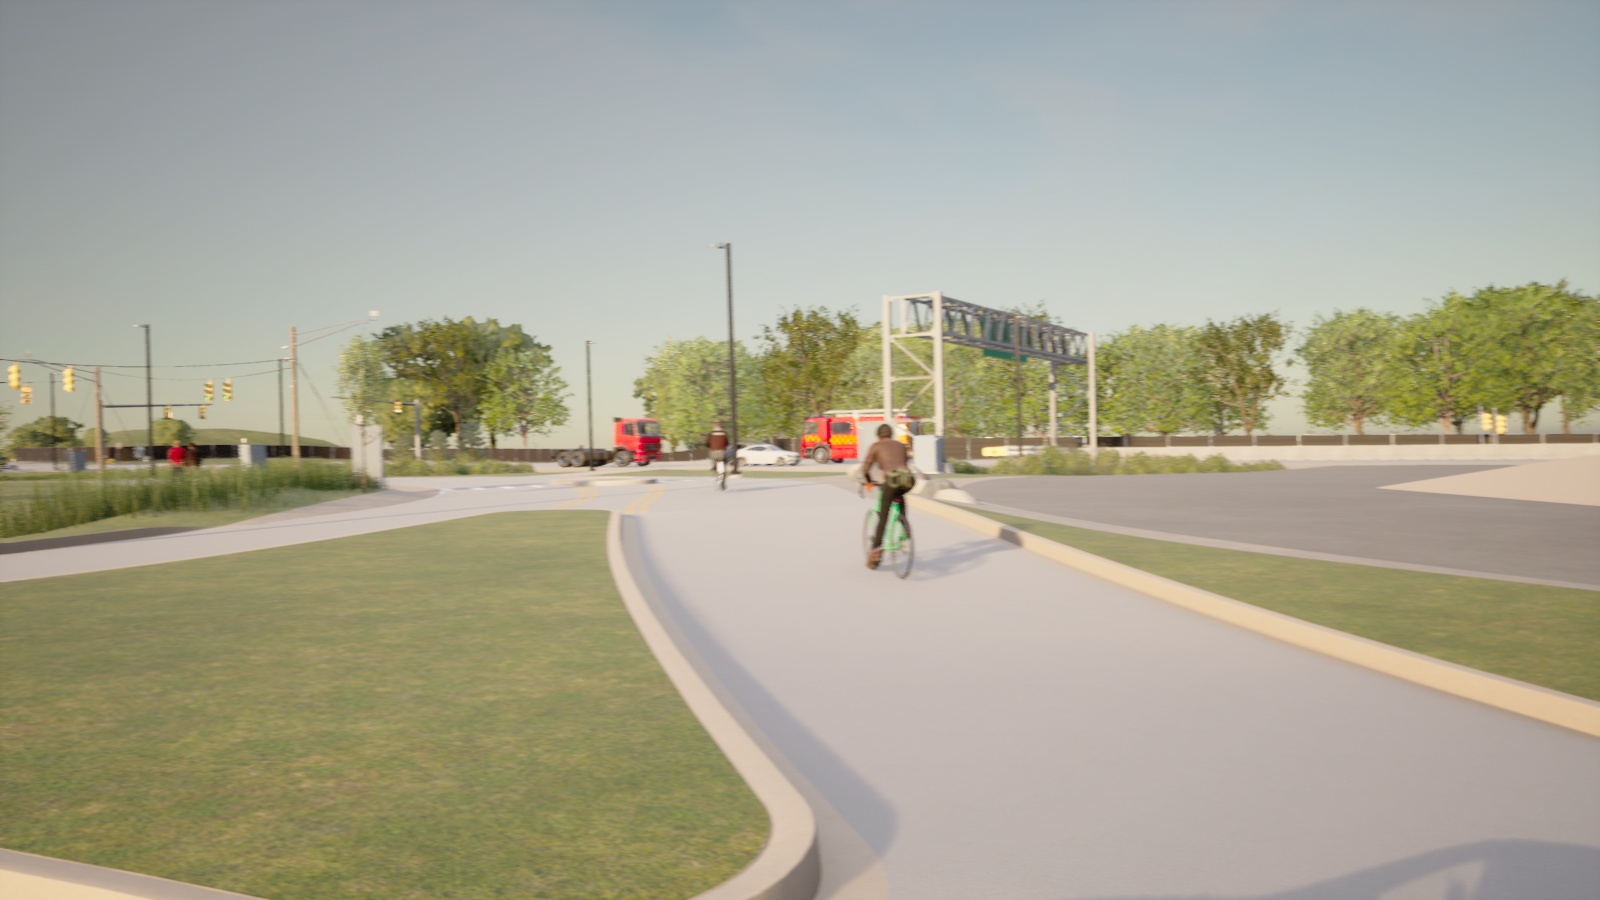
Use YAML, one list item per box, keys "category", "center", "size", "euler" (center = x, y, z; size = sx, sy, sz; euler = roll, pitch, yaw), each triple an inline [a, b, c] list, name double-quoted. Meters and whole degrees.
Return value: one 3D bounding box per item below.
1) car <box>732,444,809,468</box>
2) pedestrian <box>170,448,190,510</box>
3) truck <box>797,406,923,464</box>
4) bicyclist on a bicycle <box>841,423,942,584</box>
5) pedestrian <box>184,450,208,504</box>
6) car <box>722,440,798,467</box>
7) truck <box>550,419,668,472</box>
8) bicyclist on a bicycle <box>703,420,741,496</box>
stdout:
- category: "car"
  center: [-1.941, 0.387, 81.219]
  size: [4.674, 1.442, 1.812]
  euler: [-2, 0, 29]
- category: "pedestrian"
  center: [-18.654, 0.878, 37.796]
  size: [0.331, 1.846, 0.636]
  euler: [-3, -1, -38]
- category: "truck"
  center: [4.254, -1.004, 89.768]
  size: [8.468, 3.827, 2.891]
  euler: [-2, 0, 29]
- category: "bicyclist on a bicycle"
  center: [0.961, 0.523, 13.556]
  size: [0.582, 1.620, 1.656]
  euler: [0, 1, -14]
- category: "pedestrian"
  center: [-20.936, 0.943, 43.504]
  size: [0.703, 1.840, 0.431]
  euler: [-3, -1, 41]
- category: "car"
  center: [-2.722, 0.220, 85.647]
  size: [4.611, 1.667, 2.242]
  euler: [-2, 0, 29]
- category: "truck"
  center: [-13.335, -0.295, 87.502]
  size: [7.936, 3.462, 2.891]
  euler: [-2, 0, 29]
- category: "bicyclist on a bicycle"
  center: [-1.926, 0.189, 30.712]
  size: [0.659, 1.776, 1.843]
  euler: [-3, 1, -9]
